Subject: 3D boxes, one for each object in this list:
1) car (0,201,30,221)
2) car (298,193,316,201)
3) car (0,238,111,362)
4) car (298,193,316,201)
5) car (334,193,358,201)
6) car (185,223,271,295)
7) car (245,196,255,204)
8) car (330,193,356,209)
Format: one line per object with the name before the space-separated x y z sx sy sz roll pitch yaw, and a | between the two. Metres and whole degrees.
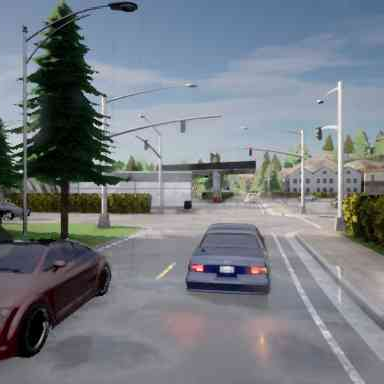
car | -15.736 1.492 27.241 4.902 1.511 2.128 0 0 10
car | 27.401 1.077 79.287 3.866 1.878 1.905 0 0 10
car | -2.988 1.564 5.951 1.994 1.385 4.181 0 0 6
car | 26.216 1.361 76.121 3.806 1.475 1.970 0 0 10
car | 34.571 1.097 74.673 4.605 1.855 1.932 0 0 10
car | 1.094 1.547 8.914 2.033 1.411 5.357 0 0 10
car | 11.233 1.526 64.794 1.812 1.442 4.674 0 0 10
car | 20.264 1.330 42.385 5.027 1.636 2.152 0 0 10
